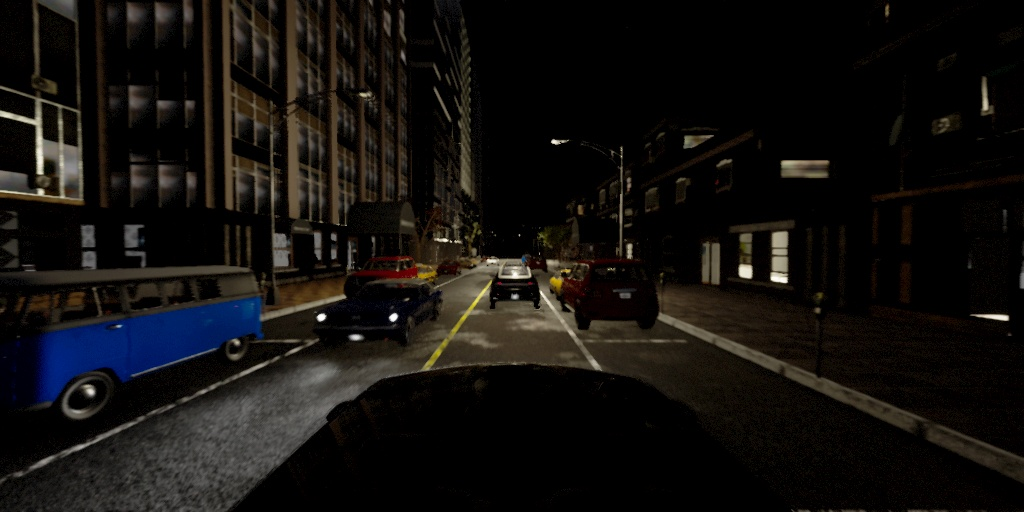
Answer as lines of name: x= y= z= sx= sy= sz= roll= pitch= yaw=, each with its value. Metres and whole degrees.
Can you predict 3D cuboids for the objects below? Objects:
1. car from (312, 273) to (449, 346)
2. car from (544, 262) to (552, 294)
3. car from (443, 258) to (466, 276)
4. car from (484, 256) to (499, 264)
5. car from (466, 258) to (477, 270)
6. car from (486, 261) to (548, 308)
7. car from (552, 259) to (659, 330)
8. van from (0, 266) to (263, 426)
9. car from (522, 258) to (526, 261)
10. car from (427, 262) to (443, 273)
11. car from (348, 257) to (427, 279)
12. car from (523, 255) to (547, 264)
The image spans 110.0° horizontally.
car: x=-3.102 y=1.298 z=9.341 sx=1.895 sy=1.301 sz=4.718 roll=0 pitch=0 yaw=0
car: x=2.689 y=1.173 z=16.559 sx=1.751 sy=1.417 sz=4.829 roll=0 pitch=0 yaw=0
car: x=-5.694 y=1.077 z=33.003 sx=1.888 sy=1.381 sz=4.507 roll=0 pitch=0 yaw=0
car: x=-3.009 y=0.893 z=56.857 sx=1.812 sy=1.442 sz=4.674 roll=0 pitch=0 yaw=0
car: x=-5.695 y=0.980 z=43.902 sx=1.751 sy=1.417 sz=4.829 roll=0 pitch=0 yaw=0
car: x=0.101 y=1.153 z=14.621 sx=2.128 sy=1.511 sz=4.902 roll=0 pitch=1 yaw=0
car: x=2.689 y=1.001 z=10.855 sx=2.192 sy=1.841 sz=5.009 roll=0 pitch=0 yaw=0
van: x=-5.691 y=1.066 z=5.329 sx=1.690 sy=1.789 sz=3.998 roll=0 pitch=0 yaw=0
car: x=0.098 y=1.120 z=34.794 sx=1.895 sy=1.301 sz=4.718 roll=0 pitch=0 yaw=0
car: x=-5.693 y=1.134 z=21.764 sx=1.751 sy=1.417 sz=4.829 roll=0 pitch=0 yaw=0
car: x=-5.692 y=0.962 z=16.398 sx=2.192 sy=1.841 sz=5.009 roll=0 pitch=0 yaw=0
car: x=2.687 y=0.808 z=38.527 sx=2.192 sy=1.841 sz=5.009 roll=0 pitch=0 yaw=0
